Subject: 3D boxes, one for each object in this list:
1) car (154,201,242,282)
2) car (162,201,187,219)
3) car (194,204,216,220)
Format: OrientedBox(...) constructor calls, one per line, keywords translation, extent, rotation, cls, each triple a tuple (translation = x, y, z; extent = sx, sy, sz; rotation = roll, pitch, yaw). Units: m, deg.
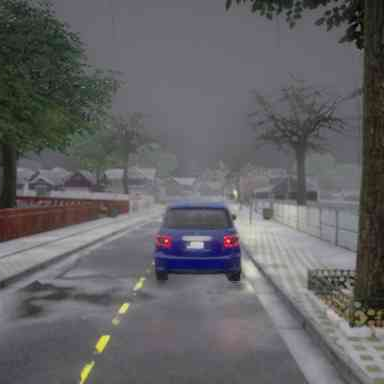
OrientedBox(translation=(0.210, 1.281, 10.121), extent=(2.150, 2.045, 5.566), rotation=(0, 0, 2), cls="car")
OrientedBox(translation=(-1.583, 1.710, 32.108), extent=(1.837, 1.490, 4.892), rotation=(0, 0, 4), cls="car")
OrientedBox(translation=(1.255, 1.794, 30.813), extent=(1.895, 1.301, 4.718), rotation=(0, 0, 4), cls="car")
